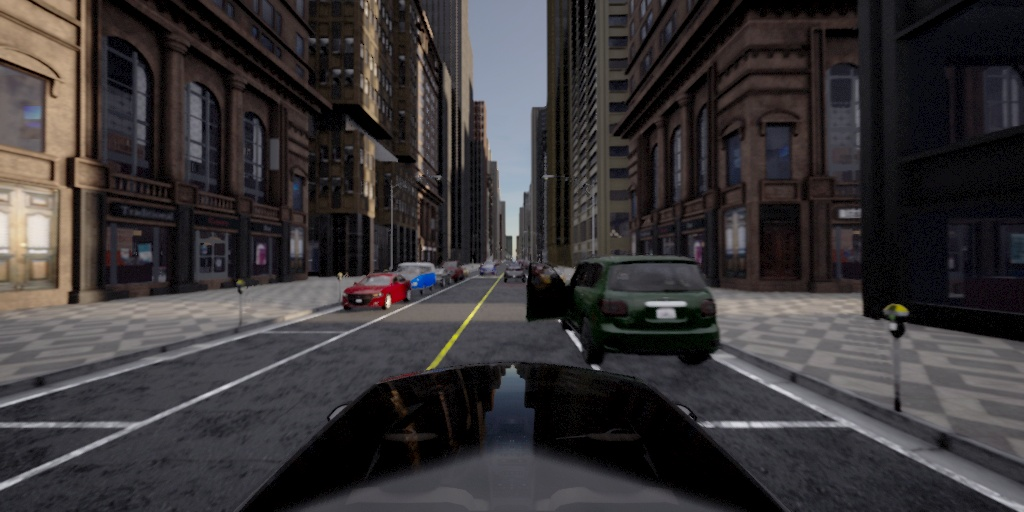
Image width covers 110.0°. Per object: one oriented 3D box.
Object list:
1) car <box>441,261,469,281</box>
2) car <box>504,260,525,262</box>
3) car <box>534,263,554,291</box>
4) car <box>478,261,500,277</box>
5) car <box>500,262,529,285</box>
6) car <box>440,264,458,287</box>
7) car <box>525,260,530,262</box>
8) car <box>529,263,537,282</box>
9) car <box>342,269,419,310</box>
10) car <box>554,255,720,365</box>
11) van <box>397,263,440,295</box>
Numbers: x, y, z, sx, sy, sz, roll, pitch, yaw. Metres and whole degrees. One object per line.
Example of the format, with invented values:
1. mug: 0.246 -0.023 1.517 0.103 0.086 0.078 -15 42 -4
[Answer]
1. car: -5.587 1.364 32.419 2.192 1.841 5.009 0 0 0
2. car: 0.307 1.669 48.100 2.128 1.511 4.902 0 0 1
3. car: 2.909 1.497 26.937 1.751 1.417 4.829 0 0 0
4. car: -2.809 1.663 42.884 1.812 1.442 4.674 0 -1 1
5. car: 0.227 1.528 32.764 2.128 1.511 4.902 0 0 1
6. car: -5.617 1.548 26.800 2.007 1.370 4.403 0 0 0
7. car: 3.030 1.705 49.410 1.751 1.417 4.829 0 0 0
8. car: 2.969 1.657 38.004 1.802 1.307 4.207 0 0 0
9. car: -5.678 1.439 15.564 1.888 1.381 4.507 0 0 0
10. car: 2.437 1.024 8.319 2.150 2.045 5.566 0 -1 0
11. van: -5.647 1.287 21.182 1.690 1.789 3.998 0 0 0
